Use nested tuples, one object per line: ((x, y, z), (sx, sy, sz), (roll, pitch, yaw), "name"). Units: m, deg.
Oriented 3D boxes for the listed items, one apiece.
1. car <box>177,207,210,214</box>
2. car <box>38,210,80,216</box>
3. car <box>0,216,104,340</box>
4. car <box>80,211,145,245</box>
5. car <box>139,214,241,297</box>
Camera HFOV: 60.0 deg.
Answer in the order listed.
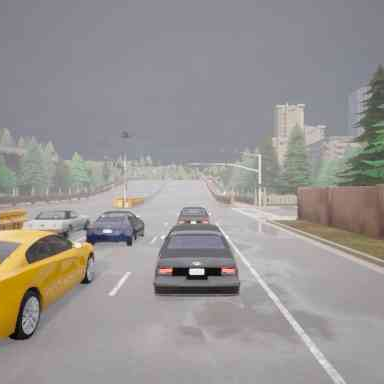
((0.101, 1.547, 18.918), (2.033, 1.411, 5.357), (0, 0, 1), "car")
((-6.924, 1.601, 17.694), (1.895, 1.301, 4.718), (0, 0, 0), "car")
((-3.409, 1.478, 6.553), (1.882, 1.535, 5.008), (0, 0, 0), "car")
((-3.426, 1.564, 15.531), (1.994, 1.385, 4.181), (0, 0, 0), "car")
((0.088, 1.547, 8.767), (2.033, 1.411, 5.357), (0, 0, 0), "car")
